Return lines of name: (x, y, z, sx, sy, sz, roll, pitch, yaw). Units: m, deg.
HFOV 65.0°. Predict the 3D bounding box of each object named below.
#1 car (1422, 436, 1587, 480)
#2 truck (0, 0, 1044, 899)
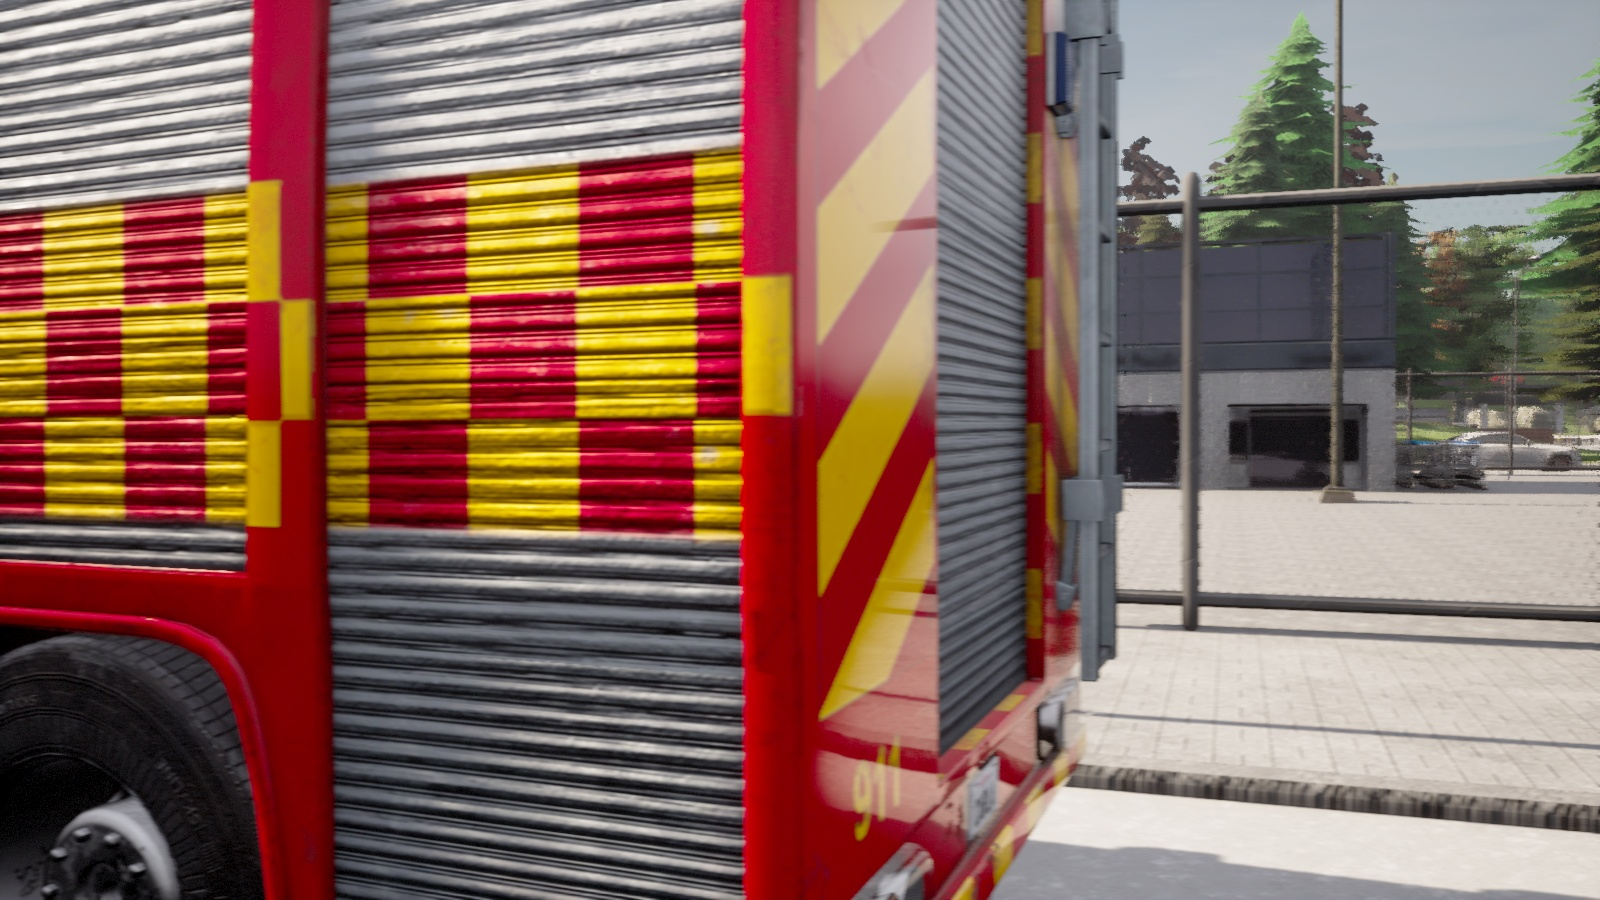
car: (24.186, 0.249, 43.299, 4.674, 1.442, 1.812, 1, 1, 18)
truck: (-3.577, -0.430, 4.865, 8.468, 3.827, 2.891, 1, 1, 22)
